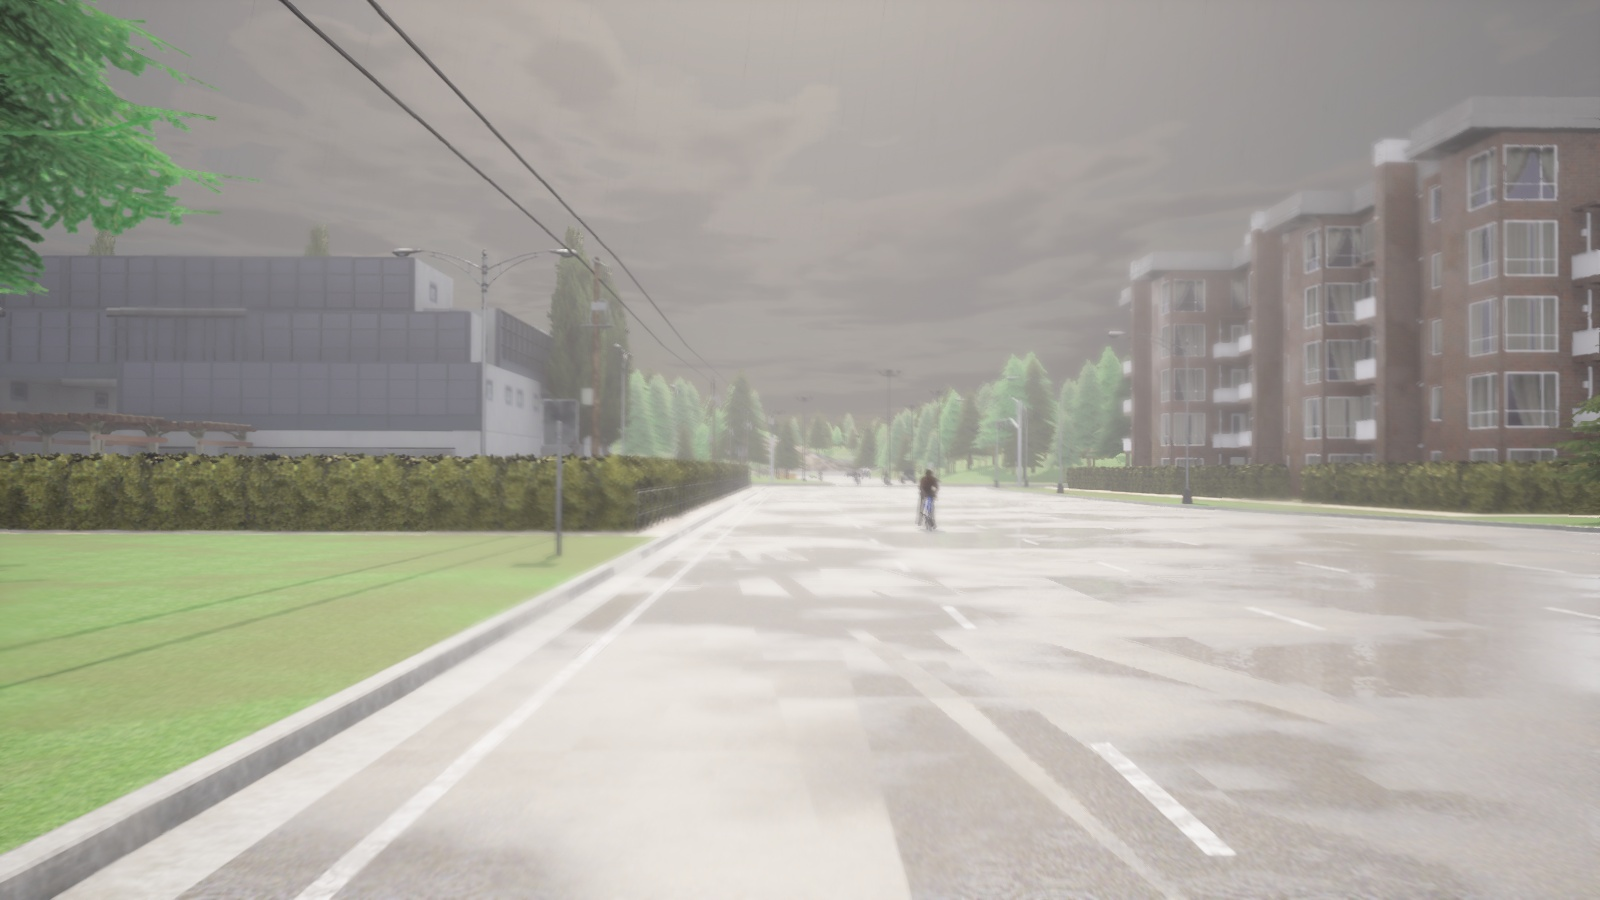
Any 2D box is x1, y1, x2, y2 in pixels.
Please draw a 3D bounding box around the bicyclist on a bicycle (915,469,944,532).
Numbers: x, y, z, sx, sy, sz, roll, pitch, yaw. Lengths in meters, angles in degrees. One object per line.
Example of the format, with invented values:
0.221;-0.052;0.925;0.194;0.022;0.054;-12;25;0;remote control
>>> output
3.420;1.317;33.313;0.582;1.620;1.656;0;0;0;bicyclist on a bicycle
